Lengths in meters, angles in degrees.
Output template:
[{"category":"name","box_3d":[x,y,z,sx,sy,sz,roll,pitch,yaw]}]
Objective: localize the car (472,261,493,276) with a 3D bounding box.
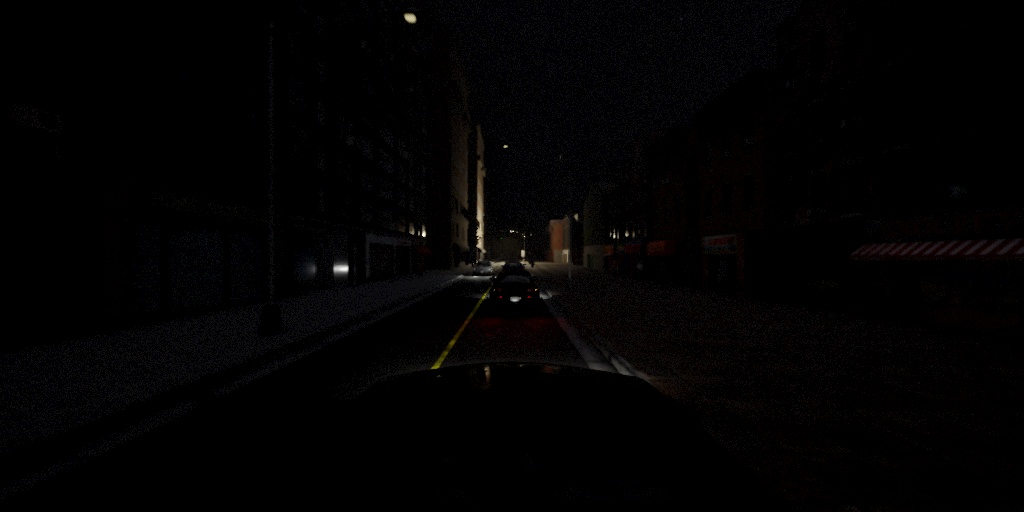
[{"category":"car","box_3d":[-2.830,1.212,36.049,1.812,1.442,4.674,0,0,0]}]

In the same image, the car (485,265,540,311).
[{"category":"car","box_3d":[0.099,1.267,14.226,1.812,1.442,4.674,0,0,0]}]

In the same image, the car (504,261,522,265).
[{"category":"car","box_3d":[0.098,1.181,30.126,1.882,1.535,5.008,0,0,0]}]
